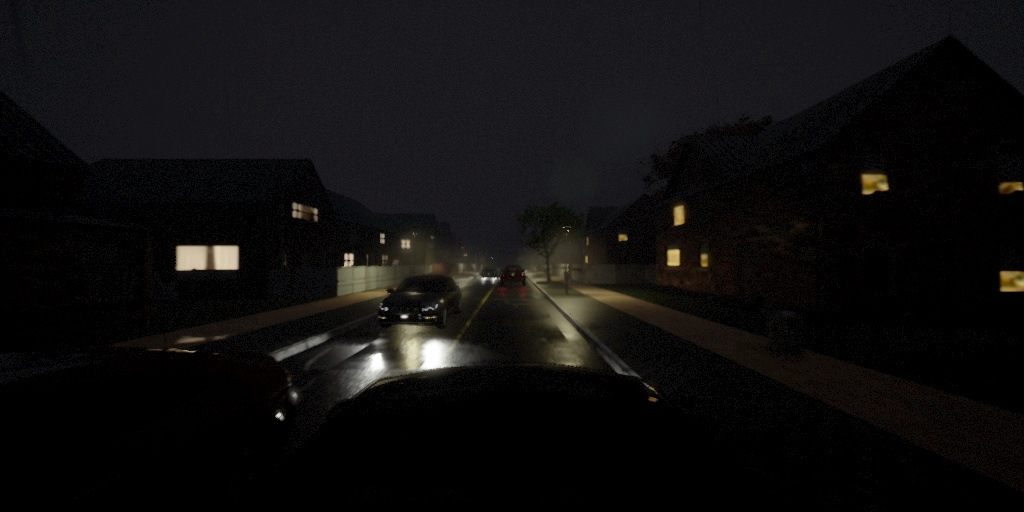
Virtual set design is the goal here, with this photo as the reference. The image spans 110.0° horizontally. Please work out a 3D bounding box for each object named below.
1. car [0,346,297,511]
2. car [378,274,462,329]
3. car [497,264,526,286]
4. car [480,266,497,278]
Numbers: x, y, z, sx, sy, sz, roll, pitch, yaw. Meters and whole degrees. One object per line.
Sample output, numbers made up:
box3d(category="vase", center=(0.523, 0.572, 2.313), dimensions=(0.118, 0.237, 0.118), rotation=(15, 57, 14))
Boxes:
box3d(category="car", center=(-2.847, 1.273, 1.445), dimensions=(1.812, 1.442, 4.674), rotation=(0, -1, 0))
box3d(category="car", center=(-2.836, 1.392, 11.950), dimensions=(1.837, 1.490, 4.892), rotation=(0, -1, 1))
box3d(category="car", center=(0.092, 1.526, 30.466), dimensions=(2.097, 1.767, 4.553), rotation=(0, -1, 0))
box3d(category="car", center=(-2.848, 2.012, 45.563), dimensions=(1.994, 1.385, 4.181), rotation=(0, -1, 0))
